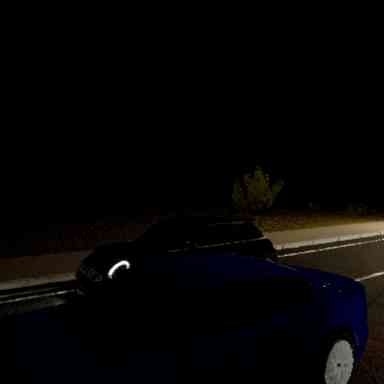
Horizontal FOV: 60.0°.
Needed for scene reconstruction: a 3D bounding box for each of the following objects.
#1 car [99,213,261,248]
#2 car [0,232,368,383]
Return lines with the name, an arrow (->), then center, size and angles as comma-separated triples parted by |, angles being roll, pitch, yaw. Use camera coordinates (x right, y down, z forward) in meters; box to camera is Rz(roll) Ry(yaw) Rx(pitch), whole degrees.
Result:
car -> -0.193, 1.368, 7.511 | 4.553, 1.767, 2.097 | 0, 0, -35
car -> -0.073, 1.485, 3.615 | 5.008, 1.535, 1.882 | 1, 0, -35
